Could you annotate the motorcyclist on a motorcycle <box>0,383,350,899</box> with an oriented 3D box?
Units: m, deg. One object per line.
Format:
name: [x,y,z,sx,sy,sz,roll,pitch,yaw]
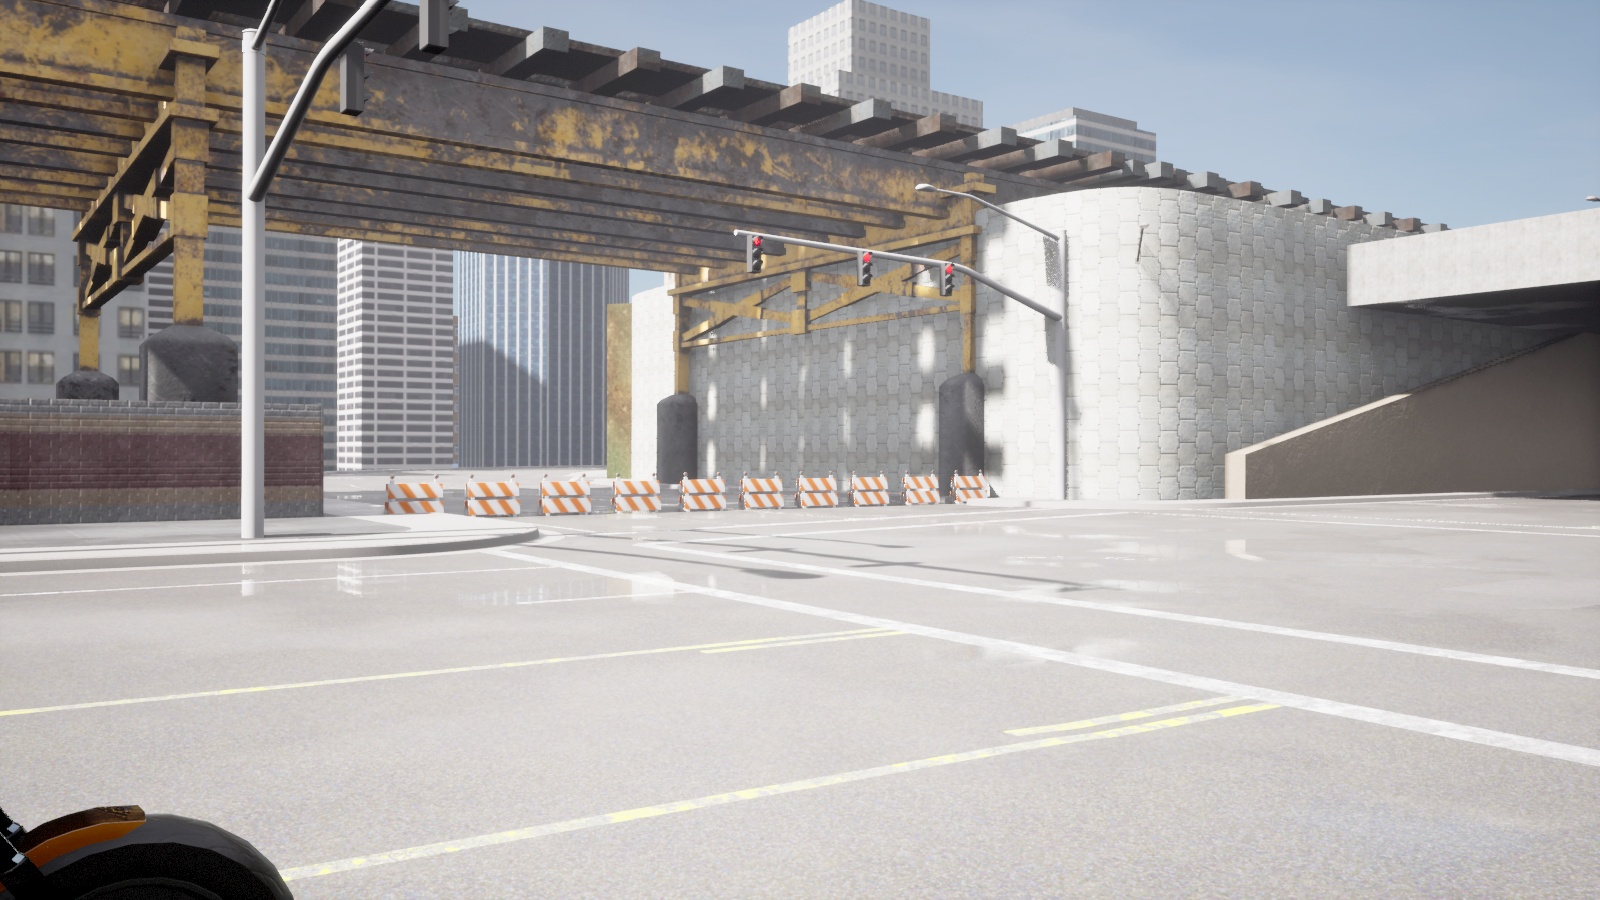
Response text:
motorcyclist on a motorcycle: [-2.109,0.705,2.229,2.350,1.649,0.766,0,0,-34]
